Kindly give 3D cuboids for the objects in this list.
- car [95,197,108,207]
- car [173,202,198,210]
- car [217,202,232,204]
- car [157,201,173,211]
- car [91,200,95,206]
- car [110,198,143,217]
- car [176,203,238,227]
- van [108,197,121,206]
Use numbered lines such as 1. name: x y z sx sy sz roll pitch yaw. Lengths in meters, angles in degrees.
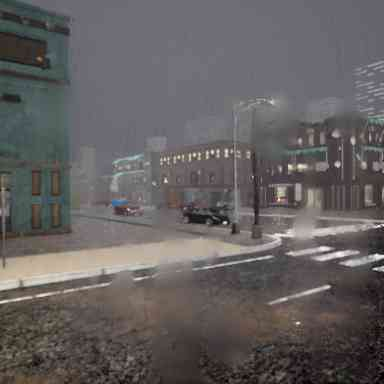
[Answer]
1. car: -16.138 1.902 63.597 2.192 1.841 5.009 -2 0 -35
2. car: -0.093 1.865 41.044 1.802 1.307 4.206 -2 0 -35
3. car: 3.114 1.771 36.533 2.008 1.369 4.403 -2 0 -35
4. car: -3.300 1.928 45.555 1.802 1.307 4.206 -2 0 -35
5. car: -19.340 2.190 68.109 1.887 1.381 4.507 -2 0 -35
6. car: -6.925 1.822 36.185 1.967 1.590 4.097 -2 0 -35
7. car: 1.022 1.790 24.806 1.947 1.339 4.313 -2 0 -35
8. van: -12.930 1.869 59.087 1.690 1.788 3.998 -2 0 -35
